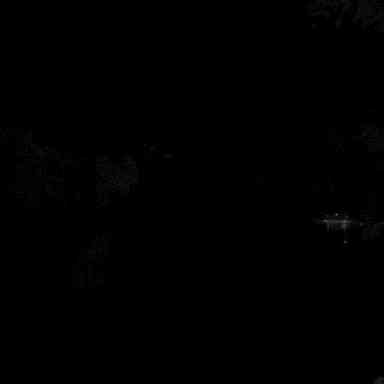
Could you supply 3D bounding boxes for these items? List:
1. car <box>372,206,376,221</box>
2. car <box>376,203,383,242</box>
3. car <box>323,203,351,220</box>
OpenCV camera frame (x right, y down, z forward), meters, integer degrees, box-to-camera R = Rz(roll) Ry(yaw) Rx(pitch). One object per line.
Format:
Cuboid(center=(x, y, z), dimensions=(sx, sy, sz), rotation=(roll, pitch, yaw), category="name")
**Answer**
Cuboid(center=(15.403, 1.581, 26.119), dimensions=(1.994, 1.385, 4.181), rotation=(0, 0, 33), category="car")
Cuboid(center=(8.624, 1.238, 12.789), dimensions=(2.150, 2.045, 5.566), rotation=(0, 0, 25), category="car")
Cuboid(center=(12.194, 1.596, 27.833), dimensions=(1.994, 1.385, 4.181), rotation=(0, 0, 26), category="car")
